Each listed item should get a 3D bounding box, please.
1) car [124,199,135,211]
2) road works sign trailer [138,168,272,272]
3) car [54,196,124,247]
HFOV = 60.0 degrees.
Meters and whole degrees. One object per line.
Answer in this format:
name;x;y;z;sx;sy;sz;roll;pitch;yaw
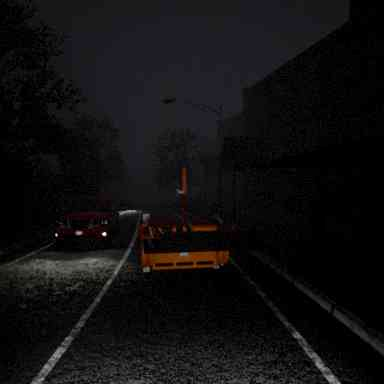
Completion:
car;-8.016;1.570;40.615;1.994;1.385;4.181;-1;0;-8
road works sign trailer;0.029;0.791;7.689;2.380;2.880;3.560;0;0;-10
car;-4.650;1.230;15.546;2.150;2.045;5.566;-1;0;-7
